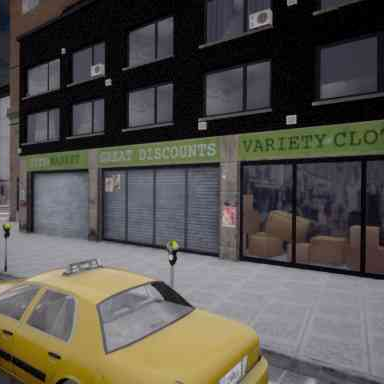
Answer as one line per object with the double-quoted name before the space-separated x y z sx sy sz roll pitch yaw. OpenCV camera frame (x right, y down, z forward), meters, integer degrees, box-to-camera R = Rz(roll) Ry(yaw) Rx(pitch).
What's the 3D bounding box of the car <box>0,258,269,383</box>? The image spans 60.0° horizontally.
"car" -1.523 1.524 4.177 4.829 1.417 1.752 0 1 35
